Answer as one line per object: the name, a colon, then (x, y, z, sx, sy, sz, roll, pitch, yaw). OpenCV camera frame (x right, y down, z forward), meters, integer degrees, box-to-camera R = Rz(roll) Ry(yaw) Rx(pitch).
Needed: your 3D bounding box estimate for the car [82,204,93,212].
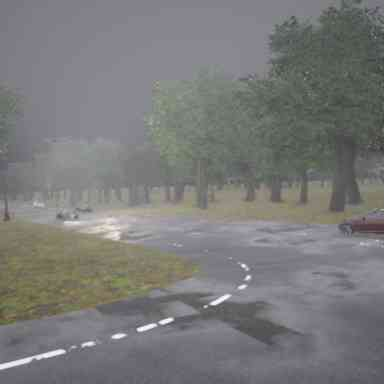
car: (-19.158, 2.905, 58.432, 2.033, 1.411, 5.357, -3, 0, -36)

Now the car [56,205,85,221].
car: (-15.634, 2.781, 41.594, 2.128, 1.511, 4.902, -3, 0, -36)

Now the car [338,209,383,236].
car: (10.263, 1.648, 17.845, 1.812, 1.442, 4.674, -3, -1, -36)
